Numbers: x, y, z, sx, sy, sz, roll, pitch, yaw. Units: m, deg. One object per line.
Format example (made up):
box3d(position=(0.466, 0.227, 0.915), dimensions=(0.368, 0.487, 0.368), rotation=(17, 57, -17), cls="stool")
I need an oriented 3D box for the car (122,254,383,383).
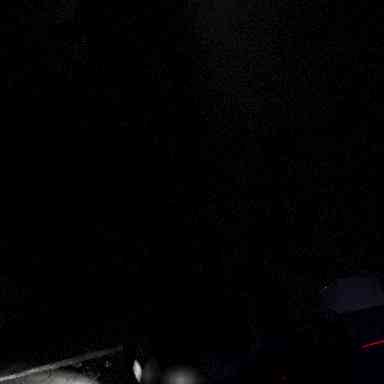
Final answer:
box3d(position=(1.309, 1.532, 4.004), dimensions=(4.181, 1.385, 1.994), rotation=(-1, 1, -23), cls="car")
